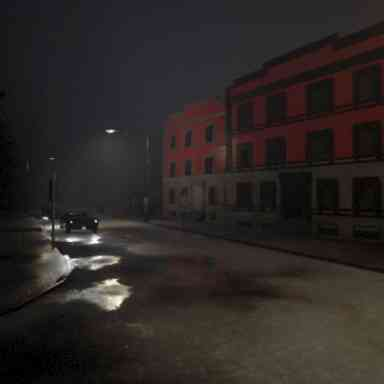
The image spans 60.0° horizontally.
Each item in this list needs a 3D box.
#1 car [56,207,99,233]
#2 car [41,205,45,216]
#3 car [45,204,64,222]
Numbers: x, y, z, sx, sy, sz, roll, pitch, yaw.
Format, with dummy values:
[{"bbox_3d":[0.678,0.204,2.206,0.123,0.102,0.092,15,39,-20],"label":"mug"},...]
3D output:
[{"bbox_3d":[-7.561,1.903,22.092,1.895,1.301,4.718,1,-1,-28],"label":"car"},{"bbox_3d":[-16.934,2.131,39.921,1.895,1.301,4.718,1,-1,-27],"label":"car"},{"bbox_3d":[-12.296,2.018,31.073,1.895,1.301,4.718,1,-1,-28],"label":"car"}]
